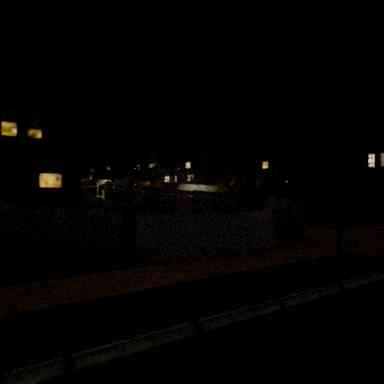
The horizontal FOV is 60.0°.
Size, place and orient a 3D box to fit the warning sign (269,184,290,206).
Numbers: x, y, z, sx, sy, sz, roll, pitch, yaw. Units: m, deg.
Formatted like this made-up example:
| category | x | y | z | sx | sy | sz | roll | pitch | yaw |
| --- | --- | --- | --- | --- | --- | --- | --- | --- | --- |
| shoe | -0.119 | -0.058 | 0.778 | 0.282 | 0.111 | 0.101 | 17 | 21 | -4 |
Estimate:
| category | x | y | z | sx | sy | sz | roll | pitch | yaw |
| --- | --- | --- | --- | --- | --- | --- | --- | --- | --- |
| warning sign | 7.645 | 0.277 | 29.045 | 1.300 | 1.860 | 1.060 | -3 | 2 | -35 |

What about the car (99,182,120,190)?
| category | x | y | z | sx | sy | sz | roll | pitch | yaw |
| --- | --- | --- | --- | --- | --- | --- | --- | --- | --- |
| car | -13.899 | -0.952 | 55.967 | 2.033 | 1.411 | 5.357 | 1 | 2 | -35 |

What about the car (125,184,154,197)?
| category | x | y | z | sx | sy | sz | roll | pitch | yaw |
| --- | --- | --- | --- | --- | --- | --- | --- | --- | --- |
| car | -6.228 | -0.189 | 39.825 | 2.128 | 1.511 | 4.902 | 1 | 2 | -34 |

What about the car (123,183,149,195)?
| category | x | y | z | sx | sy | sz | roll | pitch | yaw |
| --- | --- | --- | --- | --- | --- | --- | --- | --- | --- |
| car | -8.070 | -0.487 | 47.586 | 1.812 | 1.442 | 4.674 | 1 | 2 | -34 |
